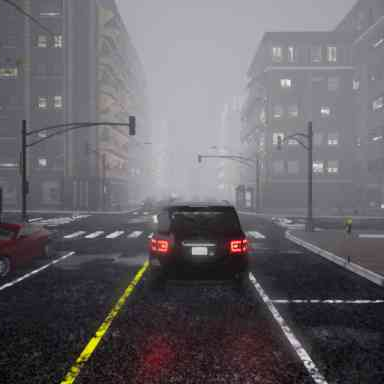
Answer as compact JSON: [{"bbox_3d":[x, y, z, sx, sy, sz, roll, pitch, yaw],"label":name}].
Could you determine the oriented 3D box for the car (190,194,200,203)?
[{"bbox_3d":[0.702,1.354,72.859,2.097,1.767,4.553,0,0,1],"label":"car"}]

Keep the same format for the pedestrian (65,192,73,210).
[{"bbox_3d":[-12.405,0.902,33.421,0.375,1.860,0.375,0,-1,0],"label":"pedestrian"}]

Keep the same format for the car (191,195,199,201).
[{"bbox_3d":[0.781,1.477,82.636,1.882,1.535,5.008,0,0,1],"label":"car"}]

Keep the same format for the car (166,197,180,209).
[{"bbox_3d":[-2.654,1.524,47.367,1.812,1.442,4.674,0,0,0],"label":"car"}]

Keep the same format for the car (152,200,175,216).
[{"bbox_3d":[-2.792,1.563,33.464,1.994,1.385,4.181,0,0,1],"label":"car"}]

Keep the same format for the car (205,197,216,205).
[{"bbox_3d":[3.242,1.543,59.190,1.887,1.381,4.507,0,0,1],"label":"car"}]

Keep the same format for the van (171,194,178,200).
[{"bbox_3d":[-4.815,1.340,93.108,1.690,1.788,3.998,0,0,1],"label":"van"}]

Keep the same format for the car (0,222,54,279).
[{"bbox_3d":[-5.609,1.581,9.952,1.802,1.307,4.206,0,0,1],"label":"car"}]

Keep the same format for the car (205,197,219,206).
[{"bbox_3d":[3.188,1.549,53.552,2.008,1.369,4.403,0,0,1],"label":"car"}]

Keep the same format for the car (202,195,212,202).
[{"bbox_3d":[3.403,1.439,76.106,1.967,1.590,4.097,0,0,1],"label":"car"}]

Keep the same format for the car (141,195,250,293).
[{"bbox_3d":[0.169,1.221,9.035,2.150,2.045,5.566,0,0,1],"label":"car"}]

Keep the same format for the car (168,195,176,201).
[{"bbox_3d":[-4.924,1.525,81.660,1.752,1.417,4.829,0,0,1],"label":"car"}]

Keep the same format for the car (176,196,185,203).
[{"bbox_3d":[-2.348,1.523,69.335,1.812,1.442,4.674,0,0,1],"label":"car"}]
